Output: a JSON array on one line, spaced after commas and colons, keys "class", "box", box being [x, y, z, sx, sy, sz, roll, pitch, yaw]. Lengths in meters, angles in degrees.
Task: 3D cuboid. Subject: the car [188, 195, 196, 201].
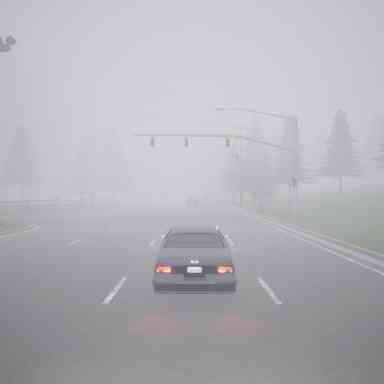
[{"class": "car", "box": [-0.009, 1.531, 83.611, 2.033, 1.411, 5.357, 0, 0, 0]}]

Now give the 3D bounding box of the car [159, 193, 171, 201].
[{"class": "car", "box": [-7.009, 1.217, 83.640, 2.150, 2.045, 5.566, 0, 0, 0]}]

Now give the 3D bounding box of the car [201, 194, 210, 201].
[{"class": "car", "box": [3.491, 1.492, 83.611, 1.837, 1.490, 4.892, 0, 0, 0]}]

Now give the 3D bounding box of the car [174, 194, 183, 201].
[{"class": "car", "box": [-3.509, 1.517, 84.027, 1.812, 1.442, 4.674, 0, 0, 0]}]

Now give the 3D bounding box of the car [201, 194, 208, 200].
[{"class": "car", "box": [3.490, 1.310, 94.031, 1.882, 1.535, 5.008, 0, 0, 0]}]

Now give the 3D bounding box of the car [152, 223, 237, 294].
[{"class": "car", "box": [0.065, 1.547, 8.929, 2.033, 1.411, 5.357, 0, 0, 0]}]

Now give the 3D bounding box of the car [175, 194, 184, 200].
[{"class": "car", "box": [-3.510, 1.358, 94.030, 2.128, 1.511, 4.902, 0, 0, 0]}]

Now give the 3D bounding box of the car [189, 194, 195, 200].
[{"class": "car", "box": [-0.010, 1.310, 94.031, 1.882, 1.535, 5.008, 0, 0, 0]}]

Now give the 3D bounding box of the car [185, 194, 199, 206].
[{"class": "car", "box": [-0.008, 1.352, 52.968, 2.097, 1.767, 4.553, 0, 0, 0]}]

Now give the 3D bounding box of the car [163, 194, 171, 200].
[{"class": "car", "box": [-7.010, 1.385, 94.030, 1.994, 1.385, 4.181, 0, 0, 0]}]
